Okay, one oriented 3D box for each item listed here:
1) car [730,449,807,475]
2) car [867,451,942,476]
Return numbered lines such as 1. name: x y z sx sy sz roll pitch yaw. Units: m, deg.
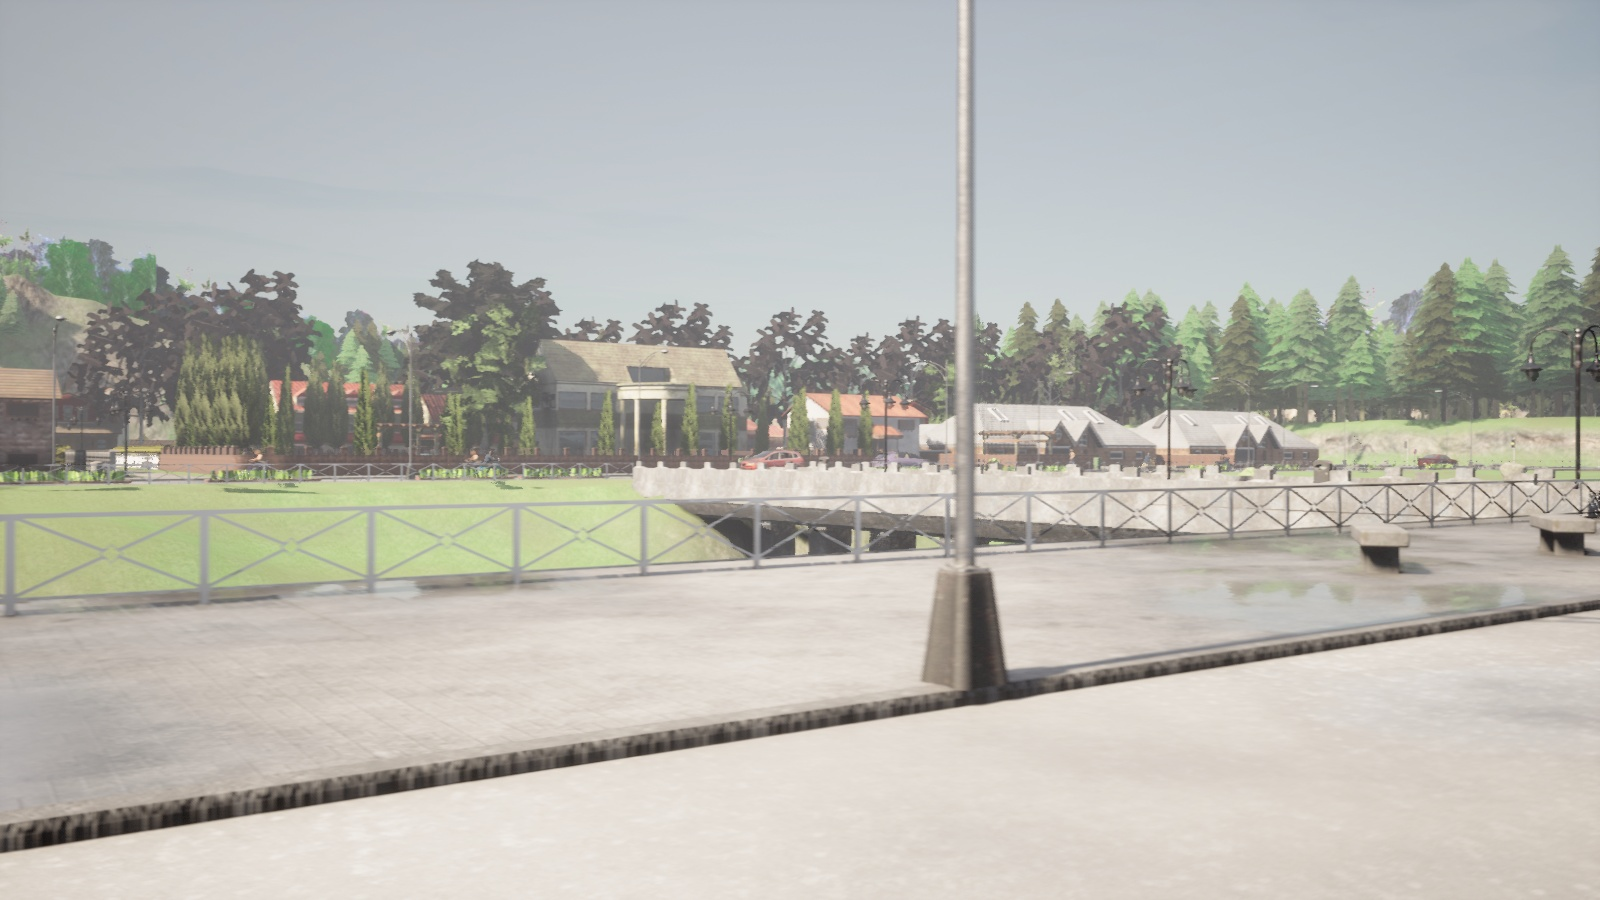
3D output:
1. car: -2.093 0.797 82.840 4.611 1.667 2.242 0 0 -35
2. car: 7.034 0.867 84.317 4.856 1.649 2.033 0 0 -35
